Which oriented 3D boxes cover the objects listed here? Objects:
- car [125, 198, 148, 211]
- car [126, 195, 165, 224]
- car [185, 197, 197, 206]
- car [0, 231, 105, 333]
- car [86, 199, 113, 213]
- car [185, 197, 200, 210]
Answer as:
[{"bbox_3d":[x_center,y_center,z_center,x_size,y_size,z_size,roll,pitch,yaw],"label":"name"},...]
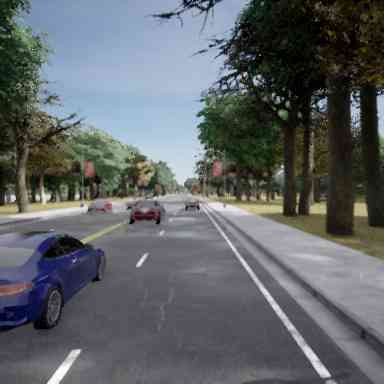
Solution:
[{"bbox_3d":[-6.631,1.509,40.086,1.994,1.385,4.181,0,0,0],"label":"car"},{"bbox_3d":[-3.150,1.302,24.284,2.097,1.767,4.553,0,0,0],"label":"car"},{"bbox_3d":[-0.130,1.561,55.903,1.895,1.301,4.718,0,0,0],"label":"car"},{"bbox_3d":[-3.149,1.508,6.728,1.812,1.442,4.674,0,0,0],"label":"car"},{"bbox_3d":[-9.868,1.470,36.093,1.812,1.442,4.674,0,0,0],"label":"car"},{"bbox_3d":[0.044,1.494,42.862,2.033,1.411,5.357,0,0,0],"label":"car"}]
